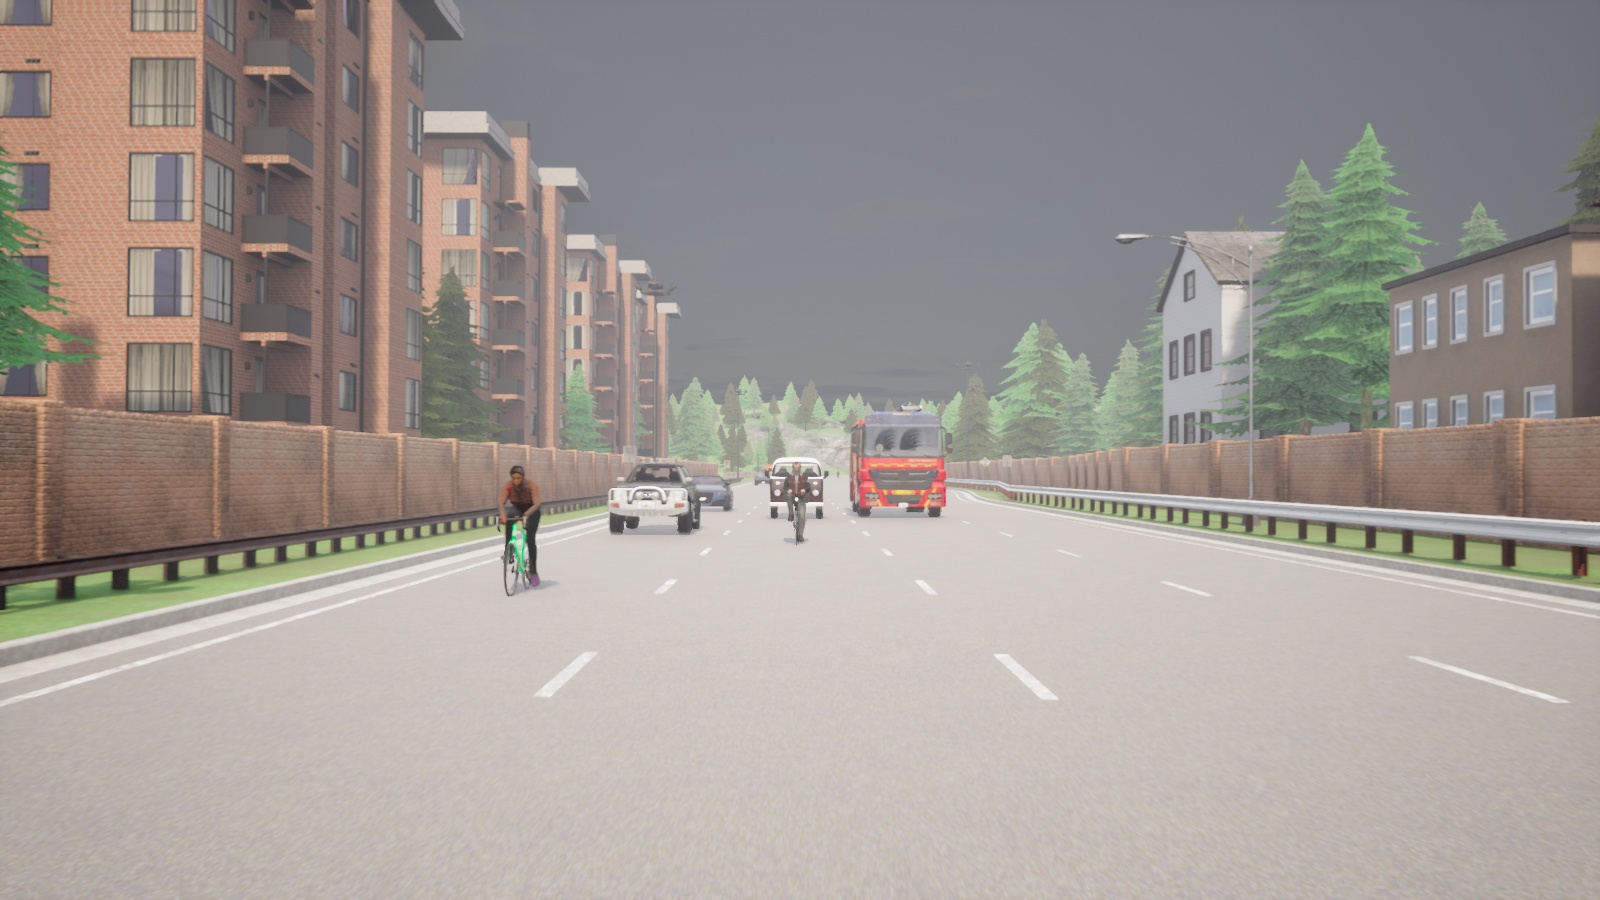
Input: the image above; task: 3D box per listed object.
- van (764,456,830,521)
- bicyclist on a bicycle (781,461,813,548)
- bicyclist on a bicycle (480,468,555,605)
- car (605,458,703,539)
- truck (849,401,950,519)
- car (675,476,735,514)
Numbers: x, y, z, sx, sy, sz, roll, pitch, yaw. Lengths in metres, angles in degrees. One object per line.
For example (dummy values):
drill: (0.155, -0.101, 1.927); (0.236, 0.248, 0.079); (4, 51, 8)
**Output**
van: (-0.102, 1.236, 41.665); (2.069, 2.038, 4.480); (0, -1, 0)
bicyclist on a bicycle: (-0.064, 1.128, 26.428); (0.659, 1.776, 1.843); (0, -1, 0)
bicyclist on a bicycle: (-3.539, 1.047, 15.833); (0.582, 1.620, 1.656); (0, -1, 0)
car: (-3.577, 1.174, 31.495); (1.932, 1.855, 4.605); (0, -1, 0)
truck: (3.387, 0.388, 44.933); (2.891, 3.827, 8.468); (0, -1, 0)
car: (-3.617, 1.706, 48.594); (1.994, 1.385, 4.181); (0, -1, 0)
